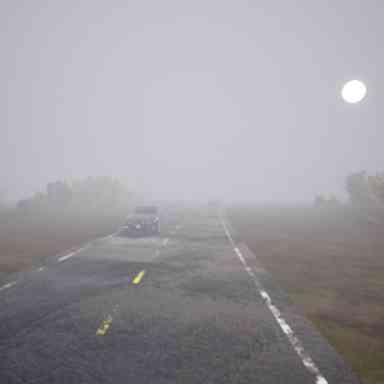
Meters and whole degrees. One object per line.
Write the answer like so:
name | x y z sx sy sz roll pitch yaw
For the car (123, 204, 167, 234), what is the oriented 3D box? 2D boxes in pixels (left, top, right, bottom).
car | -2.586 1.481 19.150 1.837 1.490 4.892 0 0 3

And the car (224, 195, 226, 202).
car | 6.067 1.482 70.582 1.994 1.385 4.181 0 0 10

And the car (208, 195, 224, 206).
car | 3.635 1.508 53.399 1.994 1.385 4.181 0 0 7
